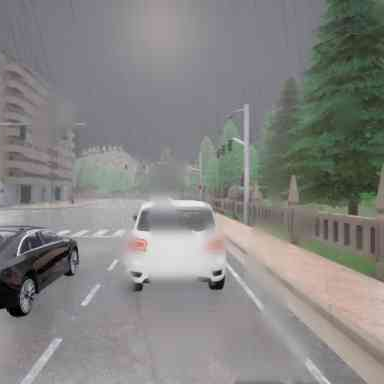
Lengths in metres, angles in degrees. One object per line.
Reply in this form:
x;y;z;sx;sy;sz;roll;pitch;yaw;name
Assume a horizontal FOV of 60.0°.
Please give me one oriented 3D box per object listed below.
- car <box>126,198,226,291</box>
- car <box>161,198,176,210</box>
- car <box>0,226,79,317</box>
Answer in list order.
-0.473;1.221;9.169;2.150;2.045;5.566;0;0;-4;car
-3.136;1.526;44.406;1.812;1.442;4.674;0;0;-4;car
-3.966;1.492;7.390;2.128;1.511;4.902;0;0;-3;car
